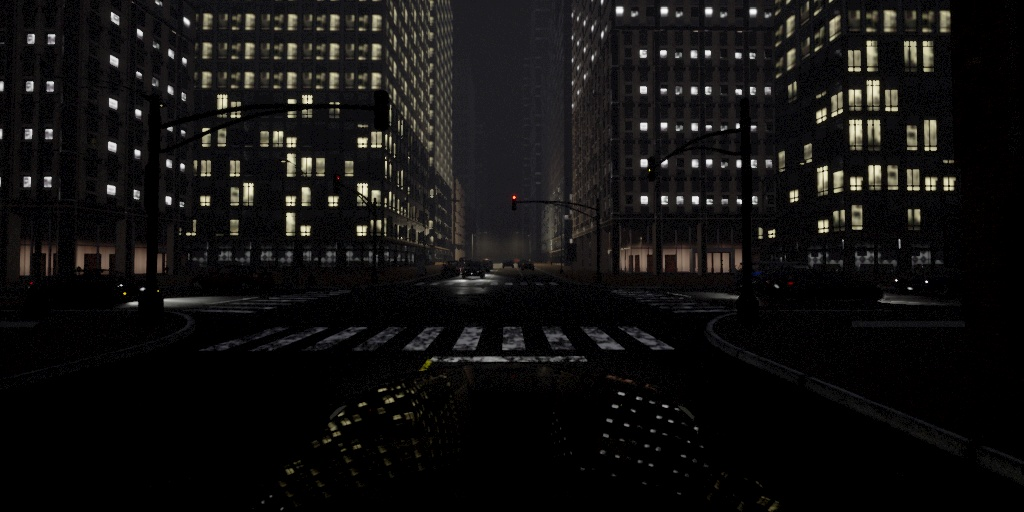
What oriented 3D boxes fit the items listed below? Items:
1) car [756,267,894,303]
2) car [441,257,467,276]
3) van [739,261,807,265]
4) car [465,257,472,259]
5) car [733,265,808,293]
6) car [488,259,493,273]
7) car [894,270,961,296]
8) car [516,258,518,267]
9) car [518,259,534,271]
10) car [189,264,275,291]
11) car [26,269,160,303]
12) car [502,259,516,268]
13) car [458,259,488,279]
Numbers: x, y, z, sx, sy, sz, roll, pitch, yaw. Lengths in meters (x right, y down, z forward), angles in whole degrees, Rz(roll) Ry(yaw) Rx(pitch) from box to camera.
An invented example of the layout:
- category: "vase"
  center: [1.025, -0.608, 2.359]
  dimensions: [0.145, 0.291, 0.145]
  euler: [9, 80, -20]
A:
- category: "car"
  center: [13.784, 1.316, 15.986]
  dimensions: [4.181, 1.385, 1.994]
  euler: [0, -1, -1]
- category: "car"
  center: [-6.137, 1.203, 37.021]
  dimensions: [1.967, 1.591, 4.097]
  euler: [0, 0, -1]
- category: "van"
  center: [15.730, 1.210, 21.787]
  dimensions: [3.998, 1.789, 1.690]
  euler: [0, 0, -1]
- category: "car"
  center: [-6.279, 1.082, 48.170]
  dimensions: [2.192, 1.841, 5.009]
  euler: [0, 0, -1]
- category: "car"
  center: [14.536, 1.342, 19.192]
  dimensions: [4.674, 1.442, 1.812]
  euler: [0, -1, -2]
- category: "car"
  center: [-3.626, 1.367, 43.424]
  dimensions: [1.895, 1.301, 4.718]
  euler: [0, 0, -1]
- category: "car"
  center: [23.579, 1.435, 19.290]
  dimensions: [4.718, 1.301, 1.895]
  euler: [0, -1, -1]
- category: "car"
  center: [1.957, 1.298, 59.664]
  dimensions: [1.751, 1.417, 4.829]
  euler: [0, 0, -1]
- category: "car"
  center: [2.101, 1.350, 48.339]
  dimensions: [1.802, 1.307, 4.207]
  euler: [0, 0, -1]
- category: "car"
  center: [-16.742, 1.255, 21.448]
  dimensions: [4.097, 1.591, 1.967]
  euler: [0, 0, -1]
- category: "car"
  center: [-18.131, 1.264, 15.662]
  dimensions: [4.181, 1.385, 1.994]
  euler: [0, -1, 0]
- category: "car"
  center: [-0.647, 1.265, 60.574]
  dimensions: [2.128, 1.511, 4.902]
  euler: [0, 0, -1]
- category: "car"
  center: [-3.498, 1.266, 33.206]
  dimensions: [1.837, 1.490, 4.892]
  euler: [0, 0, -1]
